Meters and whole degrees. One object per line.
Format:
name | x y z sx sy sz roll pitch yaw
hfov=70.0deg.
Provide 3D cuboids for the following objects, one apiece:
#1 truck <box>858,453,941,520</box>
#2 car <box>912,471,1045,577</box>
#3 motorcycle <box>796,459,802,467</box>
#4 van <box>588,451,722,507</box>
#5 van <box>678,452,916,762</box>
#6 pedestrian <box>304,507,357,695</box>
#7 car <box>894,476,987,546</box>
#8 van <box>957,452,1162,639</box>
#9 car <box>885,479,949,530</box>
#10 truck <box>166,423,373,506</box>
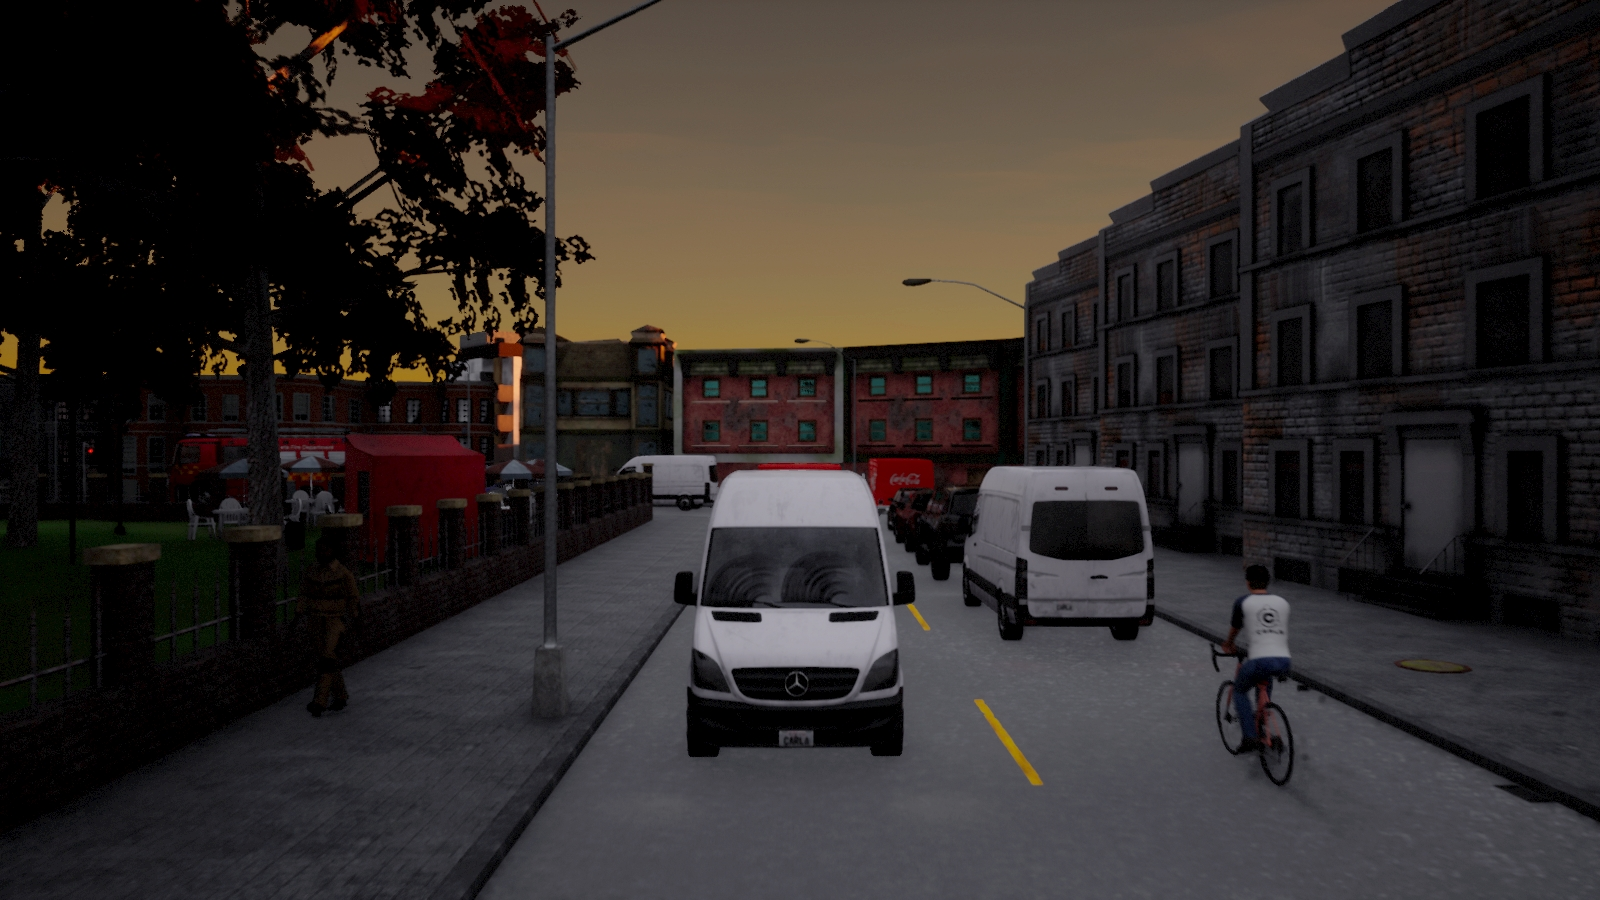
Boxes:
truck | 3.826 1.349 45.039 2.627 2.467 5.204 0 0 -2
car | 3.904 1.559 26.077 2.150 2.045 5.566 0 0 0
motorcycle | -0.157 1.960 178.540 0.856 1.236 1.805 0 0 0
van | -6.829 1.315 54.007 5.915 2.561 1.988 0 0 10
van | -0.051 1.314 12.484 1.988 2.561 5.915 0 0 -1
pedestrian | -4.775 1.525 11.632 0.375 1.860 0.375 0 0 3
car | 3.951 1.685 32.873 2.097 1.767 4.553 0 0 0
van | 3.964 1.314 18.655 1.988 2.561 5.915 0 0 0
car | 3.898 1.805 38.671 1.789 1.549 3.705 0 0 0
truck | -24.979 0.670 54.120 8.468 3.827 2.891 0 0 -1
